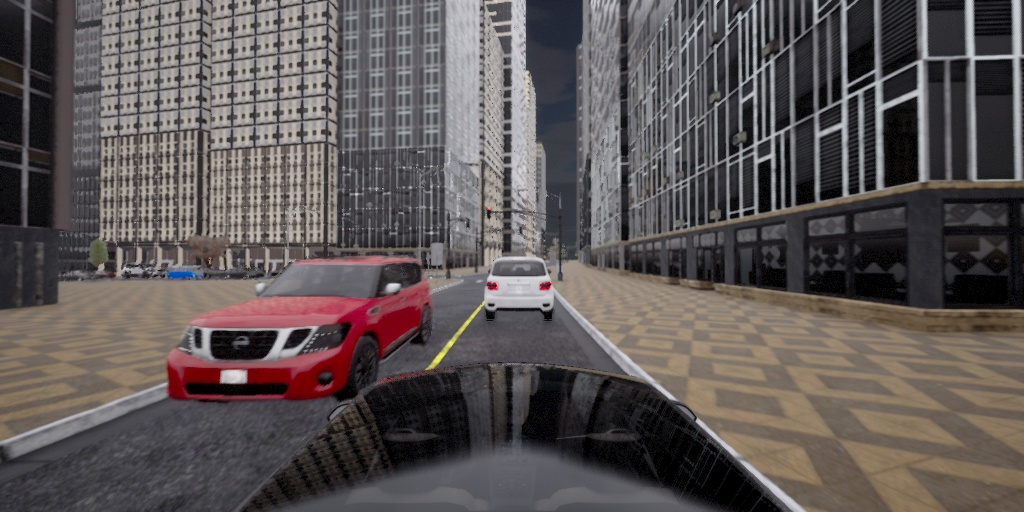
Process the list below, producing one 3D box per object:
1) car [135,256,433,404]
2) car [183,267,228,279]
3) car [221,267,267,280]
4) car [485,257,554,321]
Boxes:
[{"bbox_3d":[-3.050,1.014,6.744,2.150,2.045,5.566,0,-1,1],"label":"car"},{"bbox_3d":[-42.124,2.387,49.307,4.902,1.511,2.128,-1,-1,12],"label":"car"},{"bbox_3d":[-33.077,2.169,44.289,4.892,1.490,1.837,-1,-1,12],"label":"car"},{"bbox_3d":[0.275,1.066,13.090,2.150,2.045,5.566,0,-1,2],"label":"car"}]
